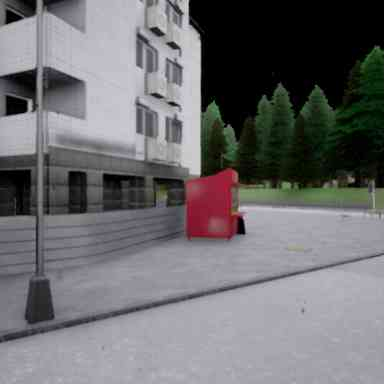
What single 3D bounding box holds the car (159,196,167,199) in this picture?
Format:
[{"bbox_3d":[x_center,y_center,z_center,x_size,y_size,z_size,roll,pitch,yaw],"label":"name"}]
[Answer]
[{"bbox_3d":[-5.059,1.491,67.649,1.882,1.535,5.008,0,0,-35],"label":"car"}]
